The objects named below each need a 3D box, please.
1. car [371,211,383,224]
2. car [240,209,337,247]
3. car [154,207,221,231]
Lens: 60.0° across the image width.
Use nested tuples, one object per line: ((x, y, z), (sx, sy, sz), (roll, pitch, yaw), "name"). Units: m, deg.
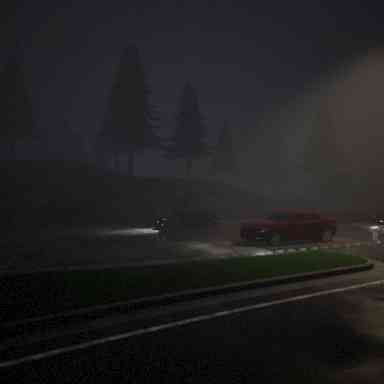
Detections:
((16.261, 1.783, 25.605), (5.357, 1.411, 2.033), (1, 0, -27), "car")
((4.587, 1.580, 15.711), (5.008, 1.535, 1.882), (1, 0, -27), "car")
((-0.277, 1.652, 21.144), (4.181, 1.385, 1.994), (1, 0, -25), "car")
